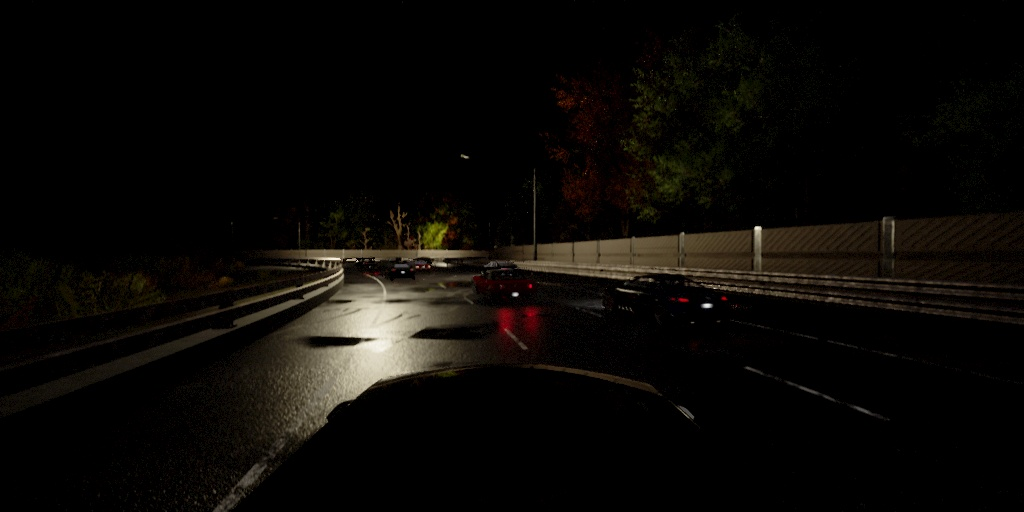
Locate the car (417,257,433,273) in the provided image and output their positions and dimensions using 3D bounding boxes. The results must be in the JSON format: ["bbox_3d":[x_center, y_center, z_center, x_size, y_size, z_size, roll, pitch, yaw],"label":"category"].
[{"bbox_3d":[-10.388,1.160,39.035,2.033,1.411,5.357,0,0,-30],"label":"car"}]

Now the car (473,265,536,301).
[{"bbox_3d":[-0.550,1.294,17.054,1.895,1.301,4.718,0,0,-18],"label":"car"}]

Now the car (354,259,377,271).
[{"bbox_3d":[-18.269,1.084,44.686,2.128,1.511,4.902,0,0,-35],"label":"car"}]

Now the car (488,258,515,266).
[{"bbox_3d":[-0.994,1.143,28.021,2.128,1.511,4.902,0,0,-23],"label":"car"}]

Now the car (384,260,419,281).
[{"bbox_3d":[-9.157,1.213,29.075,1.994,1.385,4.181,0,0,-25],"label":"car"}]

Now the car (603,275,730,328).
[{"bbox_3d":[4.616,1.277,11.371,1.994,1.385,4.181,0,0,-15],"label":"car"}]
